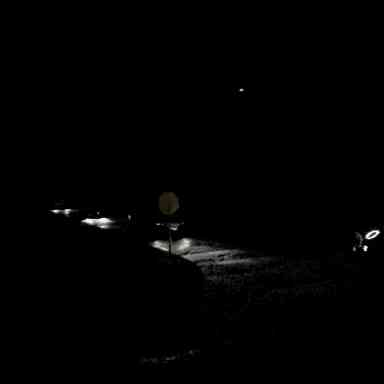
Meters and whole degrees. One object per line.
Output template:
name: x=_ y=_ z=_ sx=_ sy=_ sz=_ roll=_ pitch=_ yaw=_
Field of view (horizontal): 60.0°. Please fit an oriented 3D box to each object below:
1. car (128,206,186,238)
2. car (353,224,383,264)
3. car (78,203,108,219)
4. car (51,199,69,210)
car: x=-2.063 y=1.573 z=18.523 sx=2.128 sy=1.511 sz=4.902 roll=-1 pitch=0 yaw=-30
car: x=7.573 y=1.334 z=10.408 sx=4.553 sy=1.767 sz=2.097 roll=0 pitch=-1 yaw=18
car: x=-9.273 y=1.705 z=31.056 sx=1.994 sy=1.385 sz=4.181 roll=-1 pitch=0 yaw=-30
car: x=-18.987 y=1.746 z=47.707 sx=1.812 sy=1.442 sz=4.674 roll=-1 pitch=0 yaw=-31
